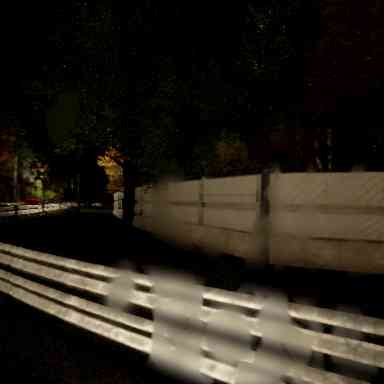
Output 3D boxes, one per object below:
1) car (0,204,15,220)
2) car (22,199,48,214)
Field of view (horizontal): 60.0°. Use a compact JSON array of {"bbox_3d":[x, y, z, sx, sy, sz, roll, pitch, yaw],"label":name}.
[{"bbox_3d":[-19.150,1.946,33.210,1.882,1.535,5.008,1,-1,-10],"label":"car"},{"bbox_3d":[-21.318,1.947,45.402,2.150,2.045,5.566,1,-1,-10],"label":"car"}]
